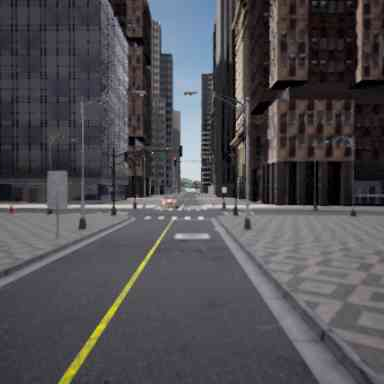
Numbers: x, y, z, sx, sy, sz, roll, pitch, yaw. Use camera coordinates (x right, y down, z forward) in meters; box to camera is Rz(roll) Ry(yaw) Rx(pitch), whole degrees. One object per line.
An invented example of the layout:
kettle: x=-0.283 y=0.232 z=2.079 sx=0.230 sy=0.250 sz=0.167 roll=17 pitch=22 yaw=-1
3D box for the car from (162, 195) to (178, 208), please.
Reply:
car: x=-3.029 y=1.268 z=46.436 sx=2.097 sy=1.767 sz=4.553 roll=0 pitch=0 yaw=0
